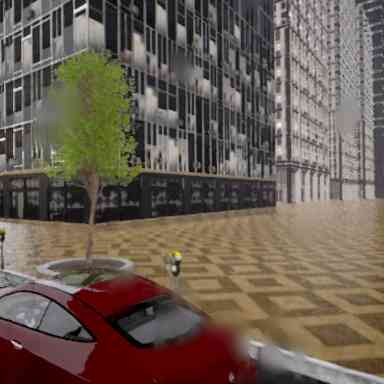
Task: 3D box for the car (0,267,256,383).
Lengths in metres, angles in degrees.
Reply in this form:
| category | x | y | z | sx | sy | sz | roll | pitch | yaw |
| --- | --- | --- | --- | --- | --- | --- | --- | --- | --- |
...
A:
| category | x | y | z | sx | sy | sz | roll | pitch | yaw |
| --- | --- | --- | --- | --- | --- | --- | --- | --- | --- |
| car | -1.346 | 1.558 | 3.812 | 4.206 | 1.307 | 1.802 | 1 | -1 | 36 |
